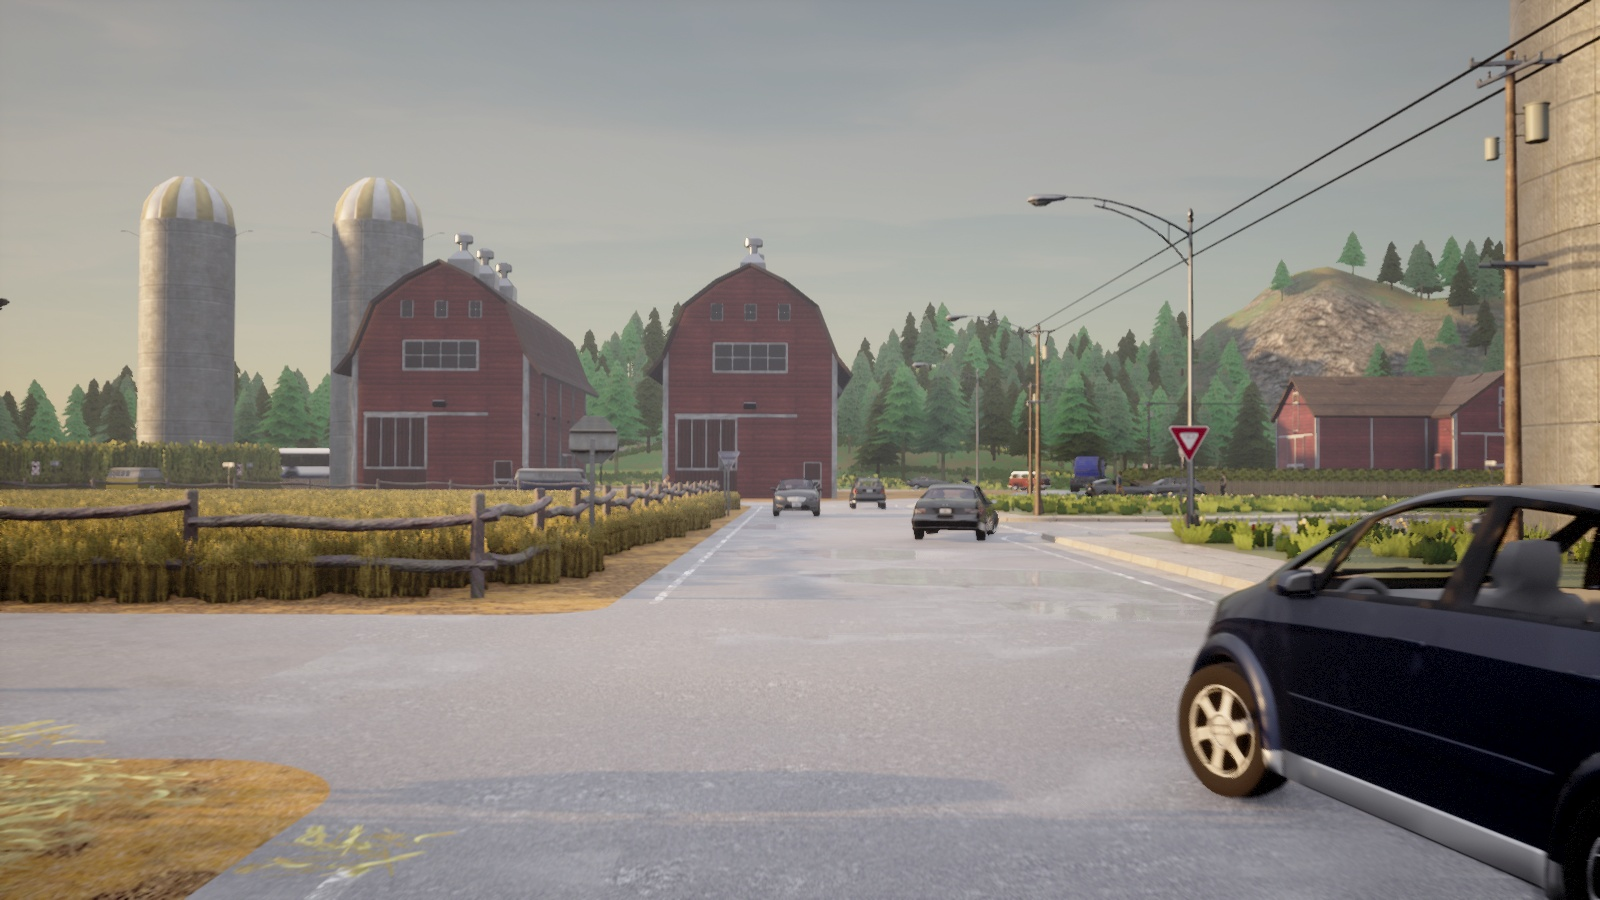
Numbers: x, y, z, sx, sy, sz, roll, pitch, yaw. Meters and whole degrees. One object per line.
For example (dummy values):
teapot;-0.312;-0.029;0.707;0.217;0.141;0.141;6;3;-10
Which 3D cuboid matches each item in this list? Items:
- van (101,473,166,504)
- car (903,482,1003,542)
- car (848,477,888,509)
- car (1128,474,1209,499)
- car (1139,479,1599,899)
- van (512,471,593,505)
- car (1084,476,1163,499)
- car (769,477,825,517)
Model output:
van;-43.757;2.516;82.430;4.442;1.987;1.775;-1;-2;32
car;4.112;1.560;33.003;2.033;1.411;5.357;-1;-1;13
car;3.334;2.114;62.134;1.789;1.549;3.705;0;-2;0
car;25.012;2.478;85.342;4.856;1.649;2.033;0;-1;2
car;3.060;0.900;5.174;1.789;1.549;3.705;0;-1;-10
van;-14.530;2.210;73.788;4.442;1.987;1.775;0;-1;-3
car;20.997;2.429;81.638;4.514;1.525;2.007;0;-1;-4
car;-0.127;1.862;50.555;2.128;1.511;4.902;0;-1;0
